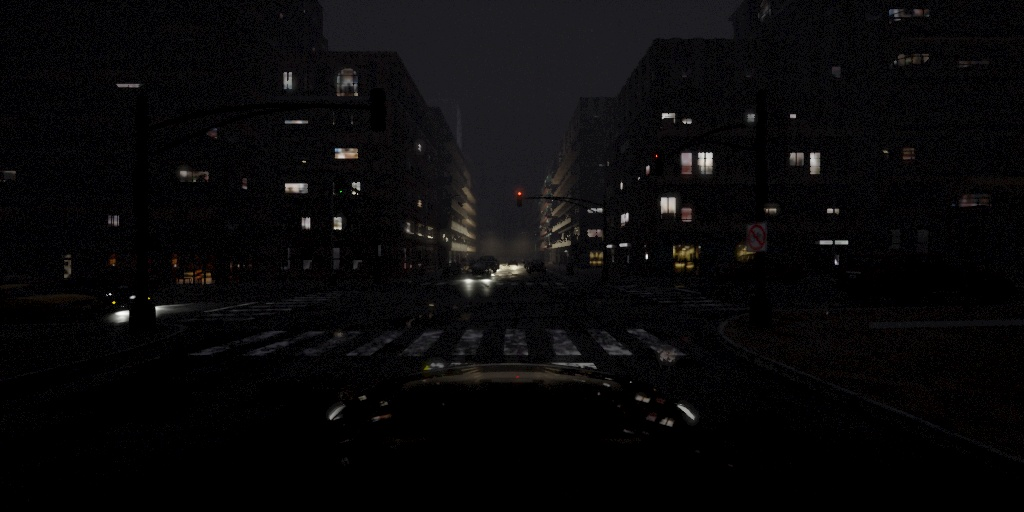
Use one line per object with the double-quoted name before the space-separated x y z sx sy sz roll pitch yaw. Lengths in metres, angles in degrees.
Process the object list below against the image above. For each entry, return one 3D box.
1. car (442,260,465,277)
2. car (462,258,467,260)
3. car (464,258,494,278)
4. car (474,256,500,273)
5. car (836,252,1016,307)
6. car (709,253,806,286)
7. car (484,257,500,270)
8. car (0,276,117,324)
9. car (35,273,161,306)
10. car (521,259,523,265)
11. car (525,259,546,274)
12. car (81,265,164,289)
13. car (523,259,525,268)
"car" -5.608 1.322 35.099 1.948 1.339 4.313 0 0 0
"car" -5.594 1.283 40.612 1.751 1.417 4.829 0 0 0
"car" -3.022 1.233 34.083 1.882 1.535 5.008 0 0 0
"car" -2.995 0.981 44.065 2.150 2.045 5.566 0 0 0
"car" 14.738 0.775 13.006 5.009 1.841 2.192 0 0 0
"car" 14.624 0.759 21.385 5.009 1.841 2.192 0 0 0
"car" -2.955 1.116 54.397 2.097 1.767 4.553 0 0 0
"car" -17.603 1.585 12.803 4.829 1.417 1.751 0 0 0
"car" -18.288 1.627 15.388 4.181 1.385 1.994 -1 0 0
"car" 2.829 1.348 57.811 1.802 1.307 4.207 0 0 0
"car" 2.786 1.198 40.763 1.967 1.591 4.097 0 0 0
"car" -23.551 1.462 21.114 5.009 1.841 2.192 0 0 0
"car" 2.801 1.200 46.446 1.967 1.591 4.097 0 0 0
